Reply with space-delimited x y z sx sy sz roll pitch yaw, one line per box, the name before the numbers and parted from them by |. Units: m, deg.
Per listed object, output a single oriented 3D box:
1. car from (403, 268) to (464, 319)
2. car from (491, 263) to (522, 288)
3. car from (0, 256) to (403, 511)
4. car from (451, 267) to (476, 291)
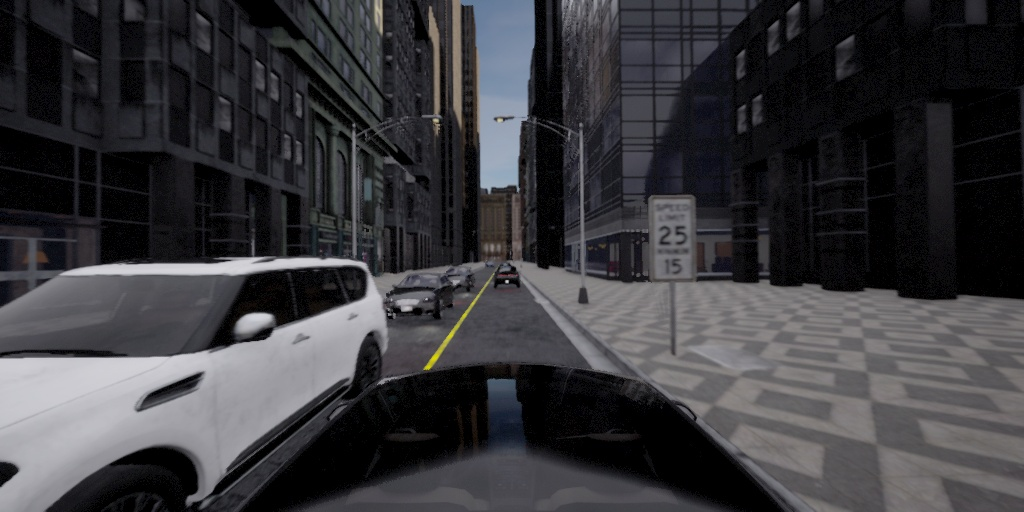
car | -3.294 1.384 13.538 2.128 1.511 4.902 -1 -1 -1
car | -0.374 1.476 26.320 1.837 1.490 4.892 -1 0 -1
car | -3.064 1.019 3.569 2.150 2.045 5.566 -1 -1 0
car | -3.508 1.476 23.913 2.128 1.511 4.902 -1 0 -1
